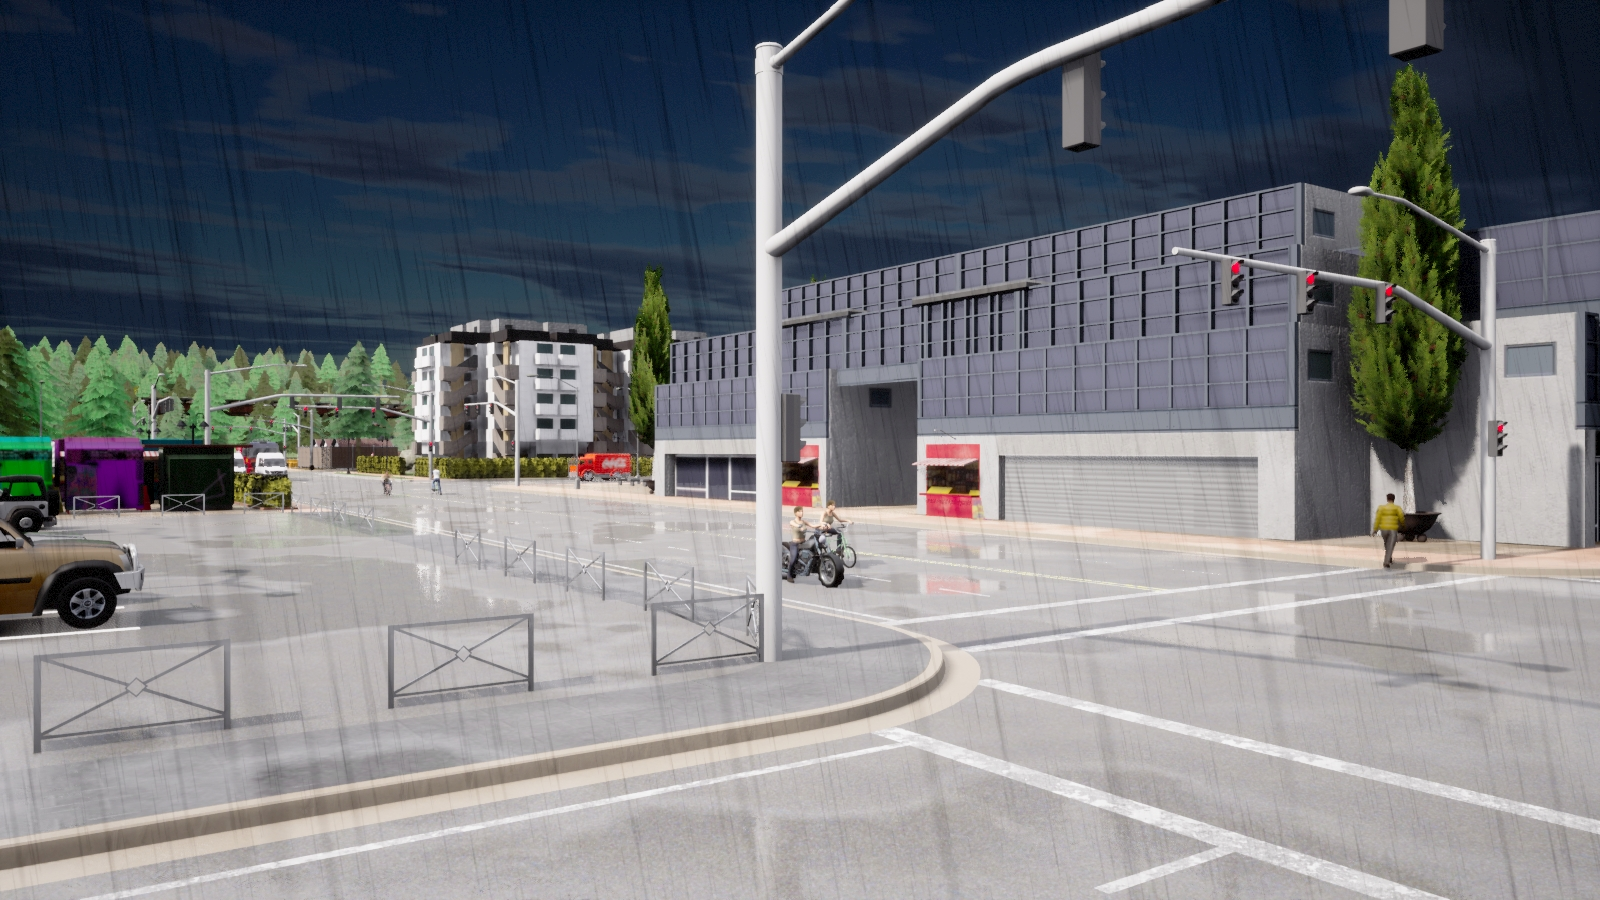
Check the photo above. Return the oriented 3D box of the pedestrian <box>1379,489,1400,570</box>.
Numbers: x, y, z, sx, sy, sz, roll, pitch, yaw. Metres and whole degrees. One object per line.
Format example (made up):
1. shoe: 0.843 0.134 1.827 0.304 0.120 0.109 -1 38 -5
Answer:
1. pedestrian: 13.789 1.848 26.740 0.375 1.860 0.375 0 0 39

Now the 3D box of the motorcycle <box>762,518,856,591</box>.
1. motorcycle: 0.165 2.155 23.900 0.764 1.307 2.356 0 0 -34
